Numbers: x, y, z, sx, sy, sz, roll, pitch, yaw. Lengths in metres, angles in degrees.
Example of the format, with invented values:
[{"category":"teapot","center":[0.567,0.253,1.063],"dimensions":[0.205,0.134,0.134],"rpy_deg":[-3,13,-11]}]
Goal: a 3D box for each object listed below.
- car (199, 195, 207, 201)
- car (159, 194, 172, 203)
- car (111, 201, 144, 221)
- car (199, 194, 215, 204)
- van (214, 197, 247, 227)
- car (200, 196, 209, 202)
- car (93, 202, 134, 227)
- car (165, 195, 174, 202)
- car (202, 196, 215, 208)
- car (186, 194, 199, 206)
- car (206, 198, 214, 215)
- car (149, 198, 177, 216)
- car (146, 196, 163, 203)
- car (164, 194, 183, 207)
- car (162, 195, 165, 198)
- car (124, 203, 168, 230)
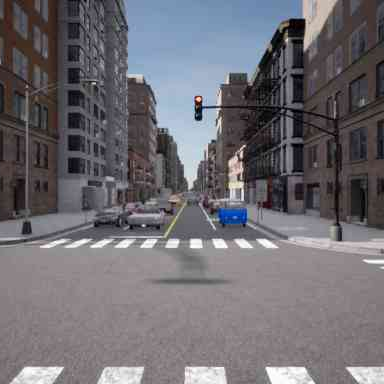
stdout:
[{"category":"car","center":[2.734,1.532,84.976],"dimensions":[1.947,1.339,4.313],"rpy_deg":[0,0,0]},{"category":"car","center":[-5.310,1.294,67.937],"dimensions":[2.192,1.841,5.009],"rpy_deg":[0,0,0]},{"category":"car","center":[-5.356,1.544,28.164],"dimensions":[1.887,1.381,4.507],"rpy_deg":[0,0,0]},{"category":"car","center":[2.696,1.306,50.889],"dimensions":[2.192,1.841,5.009],"rpy_deg":[0,0,0]},{"category":"van","center":[2.663,1.340,22.482],"dimensions":[1.690,1.788,3.998],"rpy_deg":[0,0,0]},{"category":"car","center":[2.721,1.525,73.614],"dimensions":[2.008,1.369,4.403],"rpy_deg":[0,0,0]},{"category":"car","center":[-5.362,1.550,22.483],"dimensions":[2.008,1.369,4.403],"rpy_deg":[0,0,0]},{"category":"car","center":[-5.297,1.411,79.301],"dimensions":[1.967,1.590,4.097],"rpy_deg":[0,0,0]},{"category":"car","center":[2.689,1.577,45.207],"dimensions":[1.802,1.307,4.206],"rpy_deg":[0,0,0]},{"category":"car","center":[0.168,1.479,55.380],"dimensions":[2.128,1.511,4.902],"rpy_deg":[0,0,0]},{"category":"car","center":[2.676,1.581,33.844],"dimensions":[1.802,1.307,4.206],"rpy_deg":[0,0,0]},{"category":"car","center":[-2.812,1.562,32.988],"dimensions":[1.994,1.385,4.181],"rpy_deg":[0,0,0]},{"category":"car","center":[-5.336,1.520,45.040],"dimensions":[1.752,1.417,4.829],"rpy_deg":[0,0,0]},{"category":"car","center":[-2.746,1.468,51.025],"dimensions":[1.882,1.535,5.008],"rpy_deg":[0,0,1]},{"category":"car","center":[-5.330,1.557,50.892],"dimensions":[1.947,1.339,4.313],"rpy_deg":[0,0,0]},{"category":"car","center":[-2.796,1.600,21.189],"dimensions":[1.895,1.301,4.718],"rpy_deg":[0,0,-1]}]
